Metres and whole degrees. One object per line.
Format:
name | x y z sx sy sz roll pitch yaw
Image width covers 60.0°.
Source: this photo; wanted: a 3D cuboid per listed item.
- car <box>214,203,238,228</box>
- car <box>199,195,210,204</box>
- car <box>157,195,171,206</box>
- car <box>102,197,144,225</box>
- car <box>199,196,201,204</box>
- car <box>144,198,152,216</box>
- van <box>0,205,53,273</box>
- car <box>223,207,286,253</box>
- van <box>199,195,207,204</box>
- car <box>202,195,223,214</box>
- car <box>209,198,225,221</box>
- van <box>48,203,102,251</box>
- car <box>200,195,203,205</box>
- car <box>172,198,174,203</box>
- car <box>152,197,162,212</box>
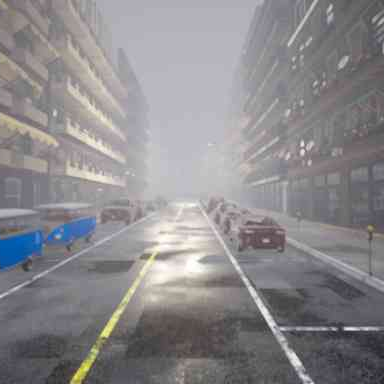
car | 2.576 1.591 19.369 1.887 1.381 4.507 1 0 0
car | 2.523 1.571 69.151 2.192 1.841 5.009 1 0 0
car | -5.318 1.513 58.140 2.192 1.841 5.009 1 0 0
car | -5.302 1.379 24.958 2.192 1.841 5.009 1 0 0
car | 2.523 1.778 58.087 1.802 1.307 4.206 1 0 0
car | -5.304 1.397 30.488 2.192 1.841 5.009 1 0 0
van | -5.294 1.358 8.365 1.690 1.788 3.998 2 0 0
car | 2.578 1.575 13.839 1.887 1.381 4.507 1 0 0
van | 2.519 1.630 74.683 1.690 1.788 3.998 1 0 0
car | 2.539 1.415 35.963 2.192 1.841 5.009 1 0 0
car | 2.583 1.503 24.901 1.967 1.590 4.097 1 0 0
van | -5.297 1.373 13.897 1.690 1.788 3.998 1 0 0
car | 2.531 1.585 47.026 1.967 1.590 4.097 1 0 0
car | -5.335 1.907 80.264 1.802 1.307 4.206 1 0 0
car | -5.316 1.688 41.550 1.947 1.339 4.313 1 0 0
